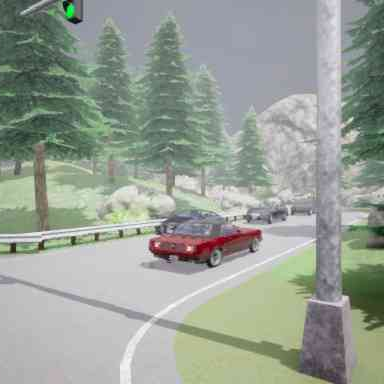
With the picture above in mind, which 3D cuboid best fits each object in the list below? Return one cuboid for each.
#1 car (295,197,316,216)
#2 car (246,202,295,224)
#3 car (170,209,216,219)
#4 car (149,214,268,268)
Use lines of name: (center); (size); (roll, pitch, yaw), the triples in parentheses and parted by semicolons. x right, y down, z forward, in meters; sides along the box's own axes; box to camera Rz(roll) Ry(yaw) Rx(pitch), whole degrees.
car: (11.314, 1.520, 33.658); (1.837, 1.490, 4.892); (0, 0, 28)
car: (5.733, 1.507, 25.100); (2.128, 1.511, 4.902); (0, 0, 35)
car: (0.090, 1.579, 16.910); (1.994, 1.385, 4.181); (0, 0, 35)
car: (0.736, 1.639, 11.492); (1.895, 1.301, 4.718); (0, 0, 35)
